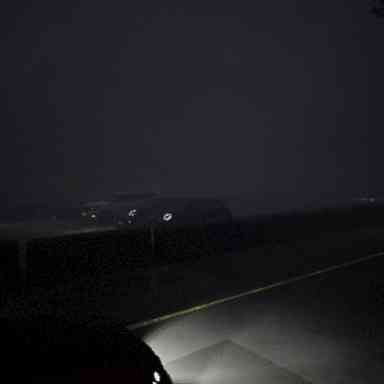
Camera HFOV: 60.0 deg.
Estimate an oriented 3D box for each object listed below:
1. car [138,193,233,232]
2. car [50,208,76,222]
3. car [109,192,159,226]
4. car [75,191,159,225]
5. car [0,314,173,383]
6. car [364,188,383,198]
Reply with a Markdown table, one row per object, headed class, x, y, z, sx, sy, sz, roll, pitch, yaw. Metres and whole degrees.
| class | x | y | z | sx | sy | sz | roll | pitch | yaw |
| --- | --- | --- | --- | --- | --- | --- | --- | --- | --- |
| car | -0.095 | 1.090 | 17.047 | 4.553 | 1.767 | 2.097 | -2 | 1 | -37 |
| car | -7.806 | 1.387 | 24.401 | 4.718 | 1.301 | 1.895 | -2 | 1 | -37 |
| car | -2.204 | 1.091 | 19.840 | 4.553 | 1.767 | 2.097 | -2 | 1 | -37 |
| car | -4.532 | 0.969 | 22.472 | 5.566 | 2.045 | 2.150 | -2 | 1 | -37 |
| car | -2.148 | 1.576 | 2.198 | 4.181 | 1.385 | 1.994 | -2 | 1 | -37 |
| car | 28.321 | 0.117 | 51.095 | 4.902 | 1.511 | 2.128 | -2 | 1 | -37 |
